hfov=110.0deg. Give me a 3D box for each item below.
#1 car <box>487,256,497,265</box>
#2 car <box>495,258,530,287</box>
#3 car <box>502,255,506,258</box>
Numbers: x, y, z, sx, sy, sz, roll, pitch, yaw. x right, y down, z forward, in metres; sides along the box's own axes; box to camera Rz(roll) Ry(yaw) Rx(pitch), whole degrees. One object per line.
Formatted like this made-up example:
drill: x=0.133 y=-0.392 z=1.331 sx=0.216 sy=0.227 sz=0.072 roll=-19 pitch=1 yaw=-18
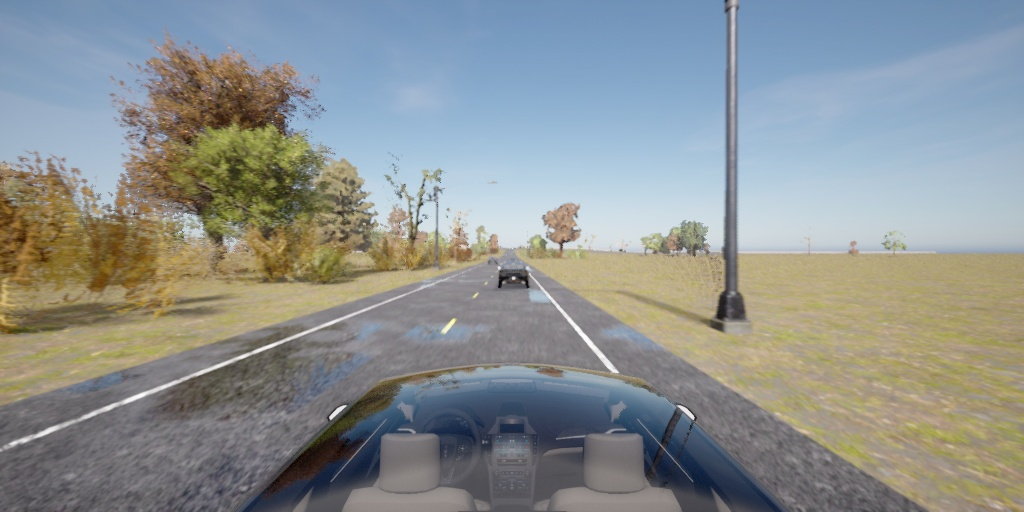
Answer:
car: x=-3.510 y=0.845 z=65.371 sx=1.837 sy=1.490 sz=4.892 roll=0 pitch=0 yaw=0
car: x=0.098 y=1.095 z=22.963 sx=1.882 sy=1.535 sz=5.008 roll=0 pitch=0 yaw=0
car: x=0.098 y=1.005 z=41.465 sx=1.837 sy=1.490 sz=4.892 roll=0 pitch=0 yaw=0
